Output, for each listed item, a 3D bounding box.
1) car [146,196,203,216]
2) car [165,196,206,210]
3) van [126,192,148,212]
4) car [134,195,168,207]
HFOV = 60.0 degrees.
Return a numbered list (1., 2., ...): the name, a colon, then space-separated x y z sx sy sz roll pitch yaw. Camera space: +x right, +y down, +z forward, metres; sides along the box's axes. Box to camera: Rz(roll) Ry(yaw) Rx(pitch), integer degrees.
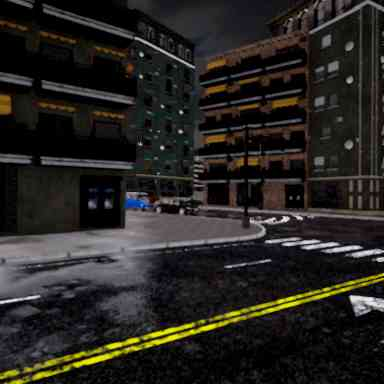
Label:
1. car: -1.406 1.276 28.745 4.403 1.369 2.008 2 -1 37
2. car: -0.797 1.236 38.746 4.403 1.369 2.008 2 -1 37
3. van: -5.826 0.939 32.052 3.998 1.788 1.690 2 -1 37
4. car: -5.226 1.140 42.050 4.206 1.307 1.802 2 -1 37
